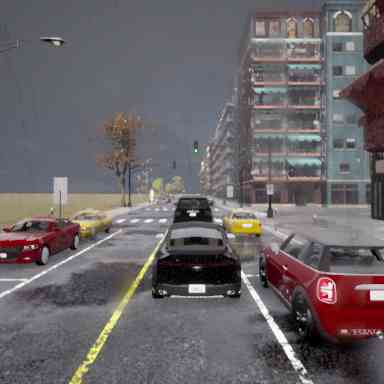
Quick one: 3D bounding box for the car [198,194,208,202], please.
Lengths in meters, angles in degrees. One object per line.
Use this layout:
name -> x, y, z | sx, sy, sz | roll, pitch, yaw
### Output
car -> 2.540, 1.330, 78.405 | 2.192, 1.841, 5.009 | 1, 0, 0

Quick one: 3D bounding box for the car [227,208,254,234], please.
car -> 2.566, 1.528, 17.755 | 1.752, 1.417, 4.829 | 1, 0, 0

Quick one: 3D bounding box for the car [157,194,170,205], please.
car -> -5.334, 1.451, 60.941 | 1.967, 1.590, 4.097 | 1, 0, 0

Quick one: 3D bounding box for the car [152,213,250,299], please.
car -> 0.096, 1.506, 8.460 | 1.837, 1.490, 4.892 | 0, 0, 0

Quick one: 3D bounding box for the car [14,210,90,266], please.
car -> -5.312, 1.546, 11.618 | 1.887, 1.381, 4.507 | 1, 0, 0

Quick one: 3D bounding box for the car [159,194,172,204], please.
car -> -5.335, 1.327, 66.595 | 2.192, 1.841, 5.009 | 1, 0, 0

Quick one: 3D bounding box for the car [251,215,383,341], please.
car -> 2.572, 1.441, 6.496 | 1.967, 1.590, 4.097 | 1, 0, 0

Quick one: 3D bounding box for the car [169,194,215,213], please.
car -> 0.081, 1.227, 19.728 | 2.150, 2.045, 5.566 | 0, 0, 1

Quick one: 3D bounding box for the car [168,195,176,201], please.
car -> -5.348, 1.600, 89.212 | 1.802, 1.307, 4.206 | 1, 0, 0

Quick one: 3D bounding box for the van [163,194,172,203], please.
van -> -5.338, 1.355, 72.249 | 1.690, 1.788, 3.998 | 1, 0, 0

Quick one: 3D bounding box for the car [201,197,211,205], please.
car -> 2.545, 1.593, 61.421 | 1.802, 1.307, 4.206 | 1, 0, 0

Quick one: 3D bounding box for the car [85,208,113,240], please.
car -> -5.314, 1.528, 16.984 | 1.752, 1.417, 4.829 | 1, 0, 0

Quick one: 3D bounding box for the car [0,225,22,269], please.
car -> -5.309, 1.552, 6.082 | 2.008, 1.369, 4.403 | 1, 0, 0

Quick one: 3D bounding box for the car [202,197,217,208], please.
car -> 2.551, 1.559, 50.099 | 2.008, 1.369, 4.403 | 1, 0, 0

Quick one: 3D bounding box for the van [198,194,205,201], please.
van -> 2.534, 1.359, 89.727 | 1.690, 1.788, 3.998 | 1, 0, 0

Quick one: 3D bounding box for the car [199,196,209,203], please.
car -> 2.540, 1.580, 72.743 | 1.947, 1.339, 4.313 | 1, 0, 0
